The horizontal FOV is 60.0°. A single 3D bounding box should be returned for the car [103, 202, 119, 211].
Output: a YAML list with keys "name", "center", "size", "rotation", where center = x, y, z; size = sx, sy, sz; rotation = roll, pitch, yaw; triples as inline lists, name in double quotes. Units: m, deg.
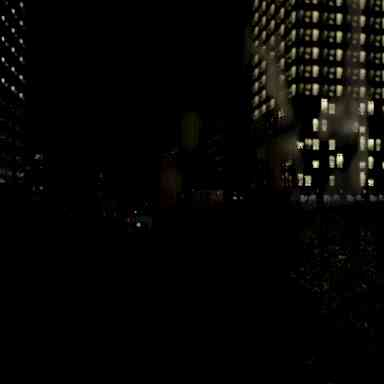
- name: "car"
  center: [-12.056, 2.106, 49.782]
  size: [1.895, 1.301, 4.718]
  rotation: [0, 0, -6]

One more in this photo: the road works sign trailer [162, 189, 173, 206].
- name: "road works sign trailer"
  center: [-5.474, 1.174, 73.643]
  size: [2.380, 3.560, 2.880]
  rotation: [0, 0, -11]

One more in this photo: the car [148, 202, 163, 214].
- name: "car"
  center: [-4.641, 1.962, 42.220]
  size: [1.812, 1.442, 4.674]
  rotation: [0, 0, -5]

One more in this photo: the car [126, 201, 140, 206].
- name: "car"
  center: [-8.823, 2.056, 50.196]
  size: [2.033, 1.411, 5.357]
  rotation: [0, -1, -6]

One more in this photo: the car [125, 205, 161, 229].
- name: "car"
  center: [-3.485, 1.857, 23.660]
  size: [1.895, 1.301, 4.718]
  rotation: [0, -1, -2]
